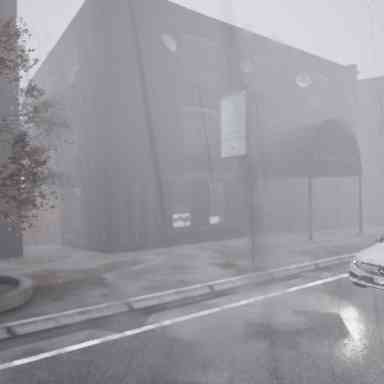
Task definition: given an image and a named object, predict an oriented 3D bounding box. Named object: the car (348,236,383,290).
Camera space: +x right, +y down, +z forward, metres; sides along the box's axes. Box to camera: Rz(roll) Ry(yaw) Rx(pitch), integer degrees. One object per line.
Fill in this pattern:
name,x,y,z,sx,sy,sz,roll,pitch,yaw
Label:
car,5.723,1.524,8.084,4.674,1.442,1.812,0,0,-36
